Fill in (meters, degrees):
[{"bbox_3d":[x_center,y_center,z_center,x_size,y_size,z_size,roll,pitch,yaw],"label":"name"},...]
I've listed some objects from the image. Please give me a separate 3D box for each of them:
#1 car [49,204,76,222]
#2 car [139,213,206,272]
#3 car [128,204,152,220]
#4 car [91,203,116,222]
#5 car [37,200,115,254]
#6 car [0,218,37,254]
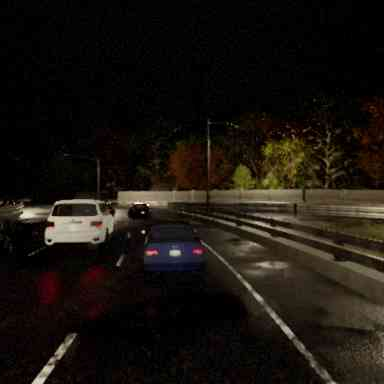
[{"bbox_3d":[-11.957,1.885,30.937,1.994,1.385,4.181,0,-1,-17],"label":"car"},{"bbox_3d":[-0.722,1.655,11.172,2.033,1.411,5.357,0,-1,-6],"label":"car"},{"bbox_3d":[-5.099,1.881,32.415,1.994,1.385,4.181,0,-1,-17],"label":"car"},{"bbox_3d":[-8.364,1.806,31.179,2.128,1.511,4.902,0,-1,-17],"label":"car"},{"bbox_3d":[-4.626,1.365,14.422,2.150,2.045,5.566,0,-1,-9],"label":"car"},{"bbox_3d":[-8.124,1.754,14.064,1.895,1.301,4.718,0,-1,-8],"label":"car"}]
